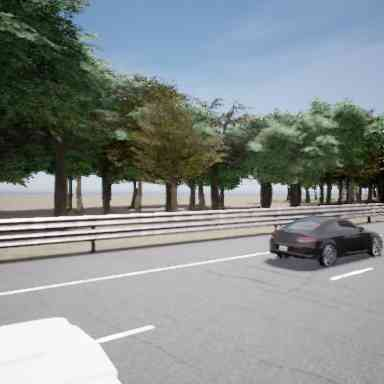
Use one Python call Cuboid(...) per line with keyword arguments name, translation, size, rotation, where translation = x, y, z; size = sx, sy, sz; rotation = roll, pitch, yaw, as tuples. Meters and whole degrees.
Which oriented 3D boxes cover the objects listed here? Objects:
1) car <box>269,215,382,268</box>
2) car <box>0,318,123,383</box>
Cuboid(name="car", translation=(4.620, 1.529, 11.342), size=(4.674, 1.442, 1.812), rotation=(0, 0, -35))
Cuboid(name="car", translation=(-2.699, 1.601, 1.822), size=(4.718, 1.301, 1.895), rotation=(0, 0, -36))
